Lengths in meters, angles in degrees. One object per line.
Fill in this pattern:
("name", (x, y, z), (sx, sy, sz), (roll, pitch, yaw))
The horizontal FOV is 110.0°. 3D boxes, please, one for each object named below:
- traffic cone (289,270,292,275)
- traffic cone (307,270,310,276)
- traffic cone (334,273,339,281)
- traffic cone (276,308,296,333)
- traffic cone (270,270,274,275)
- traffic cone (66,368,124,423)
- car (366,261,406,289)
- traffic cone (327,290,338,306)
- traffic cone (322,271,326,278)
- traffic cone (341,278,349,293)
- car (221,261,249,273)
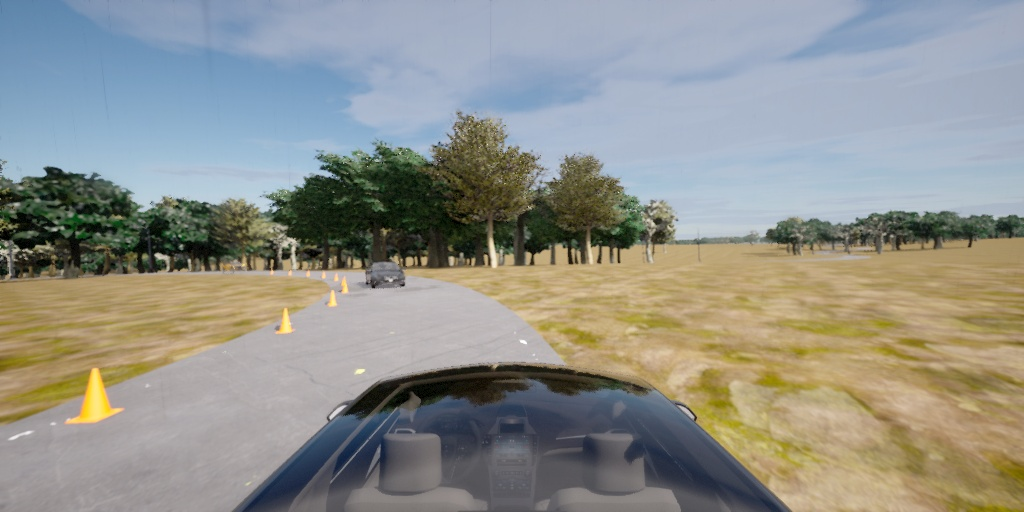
("traffic cone", (-22.658, 1.674, 36.641), (0.340, 0.580, 0.340), (0, 0, 39))
("traffic cone", (-19.035, 1.604, 33.530), (0.340, 0.580, 0.340), (0, 0, 44))
("traffic cone", (-12.913, 1.539, 26.366), (0.340, 0.580, 0.340), (0, 0, -35))
("traffic cone", (-5.717, 1.616, 9.064), (0.340, 0.580, 0.340), (0, 0, -11))
("traffic cone", (-26.545, 1.760, 39.681), (0.340, 0.580, 0.340), (0, 0, 37))
("traffic cone", (-5.090, 1.669, 4.389), (0.340, 0.580, 0.340), (0, 0, -5))
("car", (-7.647, 1.068, 21.544), (1.837, 1.490, 4.892), (0, 0, -27))
("traffic cone", (-6.827, 1.585, 13.649), (0.340, 0.580, 0.340), (0, 0, -17))
("traffic cone", (-15.787, 1.559, 30.107), (0.340, 0.580, 0.340), (0, 0, -41))
("traffic cone", (-8.409, 1.560, 18.092), (0.340, 0.580, 0.340), (0, 0, -23))
("car", (-38.009, 1.452, 49.209), (5.008, 1.535, 1.882), (-2, 0, 33))
